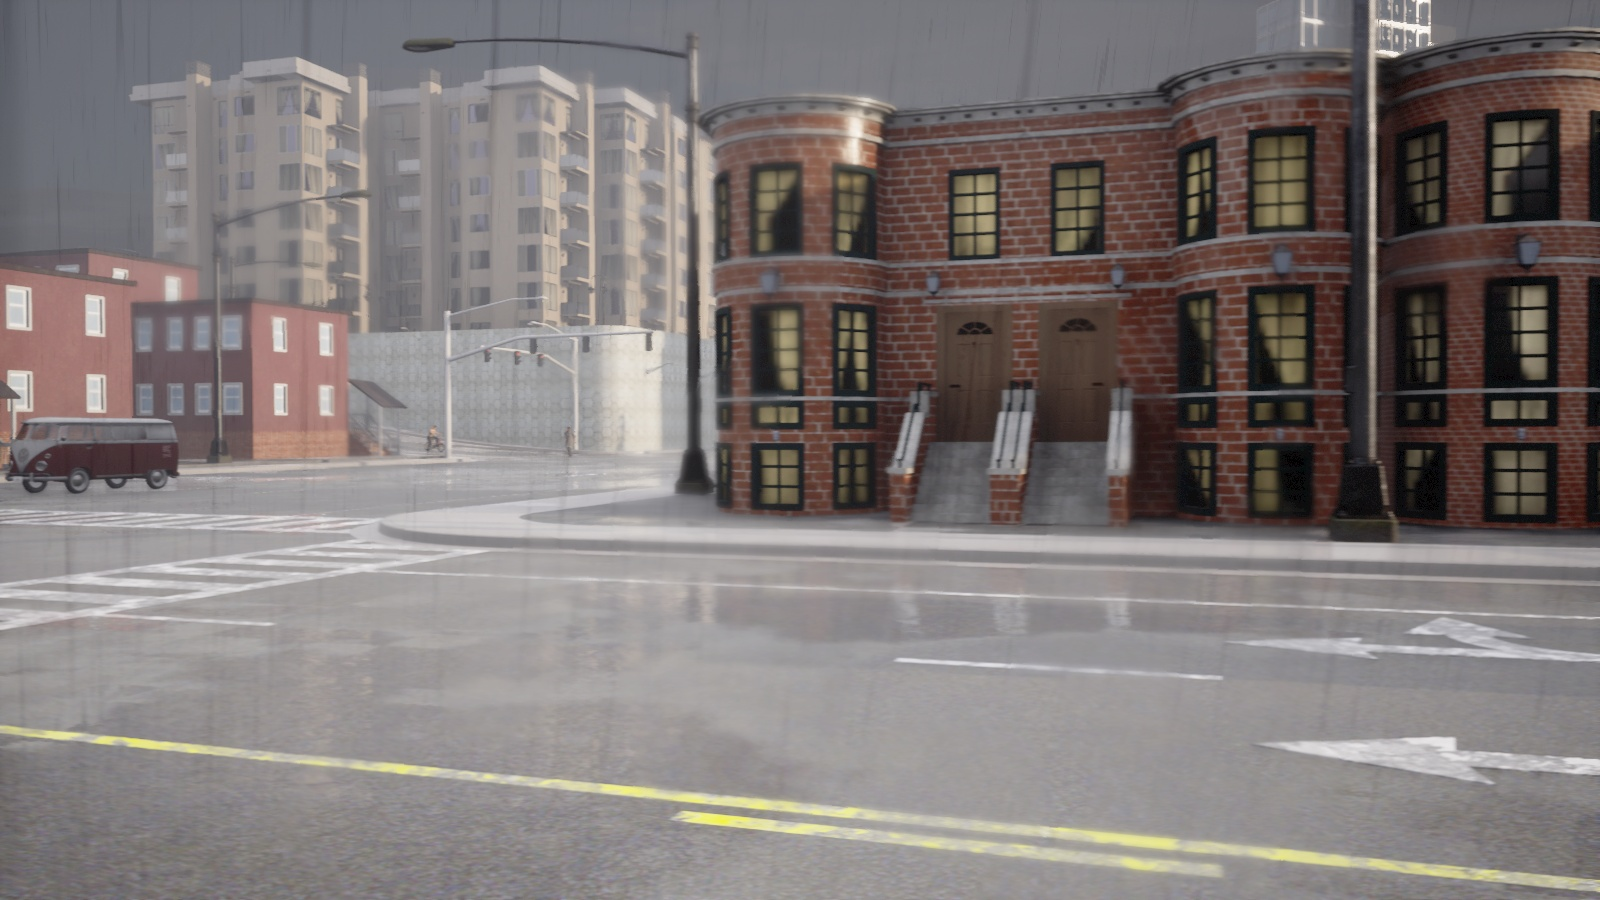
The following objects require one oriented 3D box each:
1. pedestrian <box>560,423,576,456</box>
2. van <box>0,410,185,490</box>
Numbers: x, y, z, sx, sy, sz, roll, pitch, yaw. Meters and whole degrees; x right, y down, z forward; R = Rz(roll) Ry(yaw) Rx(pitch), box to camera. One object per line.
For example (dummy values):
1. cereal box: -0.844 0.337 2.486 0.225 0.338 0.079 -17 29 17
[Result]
1. pedestrian: -13.799 -0.640 74.742 0.659 1.952 0.873 0 1 10
2. van: -18.998 -0.033 33.790 1.775 1.987 4.442 1 1 19
